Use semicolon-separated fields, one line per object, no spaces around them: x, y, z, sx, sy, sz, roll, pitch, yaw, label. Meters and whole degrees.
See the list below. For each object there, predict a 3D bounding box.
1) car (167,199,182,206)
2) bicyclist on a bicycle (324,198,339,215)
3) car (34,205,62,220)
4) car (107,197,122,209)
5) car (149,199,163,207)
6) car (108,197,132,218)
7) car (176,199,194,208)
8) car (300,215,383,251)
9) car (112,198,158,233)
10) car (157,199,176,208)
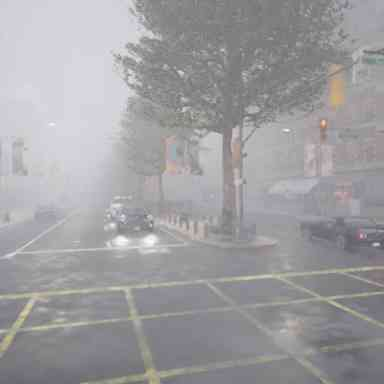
-3.433;1.976;63.821;1.994;1.385;4.181;0;0;-15;car
13.452;1.444;32.133;1.656;1.620;0.582;0;0;-15;bicyclist on a bicycle
-13.289;1.845;30.828;1.895;1.301;4.718;0;0;-16;car
-12.491;1.737;53.318;2.097;1.767;4.553;0;0;-15;car
-6.815;2.021;62.922;1.895;1.301;4.718;0;0;-15;car
-6.266;1.439;30.368;2.150;2.045;5.566;0;0;-15;car
-1.113;1.827;55.382;1.882;1.535;5.008;0;0;-15;car
6.530;1.665;14.485;1.895;1.301;4.718;0;0;-7;car
-3.692;1.500;20.996;2.097;1.767;4.553;0;0;-15;car
-4.488;1.884;54.453;1.812;1.442;4.674;0;0;-15;car
